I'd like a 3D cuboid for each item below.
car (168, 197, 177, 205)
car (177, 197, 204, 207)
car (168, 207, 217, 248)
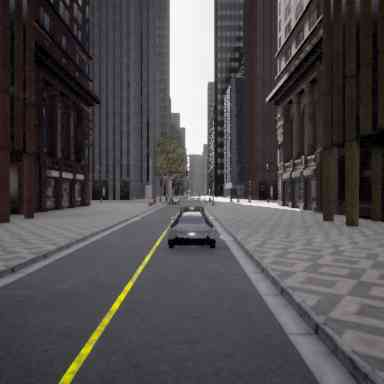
[{"bbox_3d":[-3.000,1.615,57.651,1.994,1.385,4.181,0,0,0],"label":"car"},{"bbox_3d":[0.000,1.364,29.620,2.097,1.767,4.553,0,0,0],"label":"car"},{"bbox_3d":[0.000,1.570,14.650,1.994,1.385,4.181,0,0,0],"label":"car"}]
